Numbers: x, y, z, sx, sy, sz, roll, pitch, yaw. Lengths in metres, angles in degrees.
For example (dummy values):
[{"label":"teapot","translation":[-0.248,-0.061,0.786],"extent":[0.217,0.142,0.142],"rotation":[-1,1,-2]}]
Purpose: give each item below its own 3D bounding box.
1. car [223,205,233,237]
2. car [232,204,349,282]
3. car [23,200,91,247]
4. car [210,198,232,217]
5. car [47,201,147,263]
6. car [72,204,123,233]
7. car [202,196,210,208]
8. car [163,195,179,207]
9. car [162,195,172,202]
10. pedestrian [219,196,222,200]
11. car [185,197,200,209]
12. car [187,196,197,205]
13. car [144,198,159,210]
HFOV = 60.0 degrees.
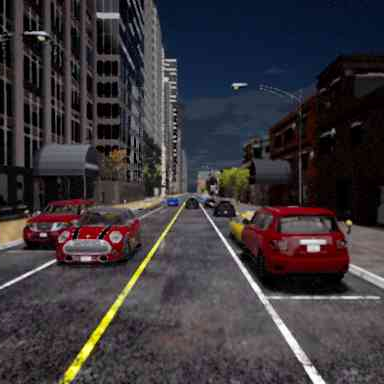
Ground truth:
[{"label":"car","translation":[2.683,1.538,15.414],"extent":[1.752,1.417,4.829],"rotation":[-1,0,0]},{"label":"car","translation":[2.678,1.323,9.710],"extent":[2.192,1.841,5.009],"rotation":[-1,0,0]},{"label":"car","translation":[-5.700,1.328,15.257],"extent":[2.192,1.841,5.009],"rotation":[-1,0,0]},{"label":"car","translation":[3.010,1.531,32.067],"extent":[1.837,1.490,4.892],"rotation":[0,0,0]},{"label":"car","translation":[-3.094,1.362,11.959],"extent":[2.097,1.767,4.553],"rotation":[0,0,0]},{"label":"car","translation":[-5.696,1.542,20.622],"extent":[1.752,1.417,4.829],"rotation":[-1,0,0]},{"label":"car","translation":[2.694,1.605,48.451],"extent":[1.947,1.339,4.313],"rotation":[-1,0,0]},{"label":"car","translation":[-3.047,1.520,53.054],"extent":[1.882,1.535,5.008],"rotation":[0,0,0]},{"label":"car","translation":[-5.680,1.502,76.141],"extent":[1.967,1.590,4.097],"rotation":[-1,0,0]},{"label":"pedestrian","translation":[3.011,1.322,35.000],"extent":[0.375,1.860,0.375],"rotation":[-1,1,-2]},{"label":"car","translation":[0.031,1.543,46.809],"extent":[1.837,1.490,4.892],"rotation":[0,0,0]},{"label":"car","translation":[0.020,1.577,62.719],"extent":[1.812,1.442,4.674],"rotation":[0,0,0]},{"label":"car","translation":[-5.689,1.560,42.761],"extent":[1.752,1.417,4.829],"rotation":[-1,0,0]}]
